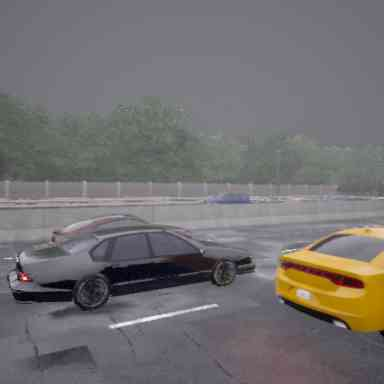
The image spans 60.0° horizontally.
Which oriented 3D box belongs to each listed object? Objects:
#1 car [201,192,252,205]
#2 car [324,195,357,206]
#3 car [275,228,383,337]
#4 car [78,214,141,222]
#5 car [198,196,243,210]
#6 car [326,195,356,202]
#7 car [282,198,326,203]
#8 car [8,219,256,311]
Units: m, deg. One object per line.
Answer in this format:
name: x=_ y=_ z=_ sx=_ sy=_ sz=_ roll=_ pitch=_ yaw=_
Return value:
car: x=3.629 y=0.999 z=34.608 sx=5.566 sy=2.045 sz=2.150 roll=0 pitch=0 yaw=-30
car: x=21.899 y=1.171 z=49.016 sx=5.008 sy=1.535 sz=1.882 roll=0 pitch=0 yaw=-29
car: x=3.880 y=1.436 z=6.417 sx=5.008 sy=1.535 sz=1.882 roll=0 pitch=0 yaw=-30
car: x=-2.209 y=1.453 z=10.997 sx=4.674 sy=1.442 sz=1.812 roll=0 pitch=0 yaw=-30
car: x=3.317 y=1.245 z=38.453 sx=4.902 sy=1.511 sz=2.128 roll=0 pitch=0 yaw=-30
car: x=19.426 y=1.327 z=43.618 sx=4.718 sy=1.301 sz=1.895 roll=0 pitch=0 yaw=-29
car: x=9.267 y=1.289 z=29.765 sx=5.008 sy=1.535 sz=1.882 roll=0 pitch=0 yaw=-30
car: x=-1.122 y=1.497 z=7.584 sx=5.357 sy=1.411 sz=2.033 roll=0 pitch=0 yaw=-30
